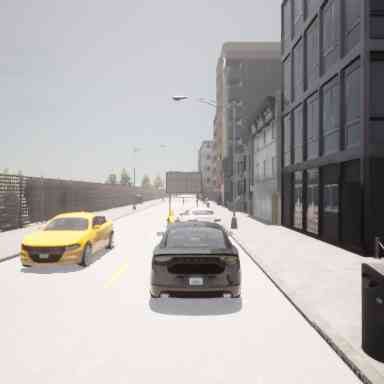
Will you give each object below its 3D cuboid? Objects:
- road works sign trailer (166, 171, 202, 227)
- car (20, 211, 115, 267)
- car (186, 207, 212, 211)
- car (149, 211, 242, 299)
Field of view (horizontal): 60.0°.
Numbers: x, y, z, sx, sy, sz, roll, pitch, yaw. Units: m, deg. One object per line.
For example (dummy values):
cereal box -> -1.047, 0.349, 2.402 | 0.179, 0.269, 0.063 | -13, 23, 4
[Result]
road works sign trailer -> -0.569, 0.467, 21.384 | 2.380, 3.560, 2.880 | 0, 0, -17
car -> -4.036, 1.479, 11.559 | 1.882, 1.535, 5.008 | 0, 0, 0
car -> 0.361, 1.543, 17.892 | 1.812, 1.442, 4.674 | 0, -1, -8
car -> 0.072, 1.479, 8.540 | 1.882, 1.535, 5.008 | 0, 0, 0
